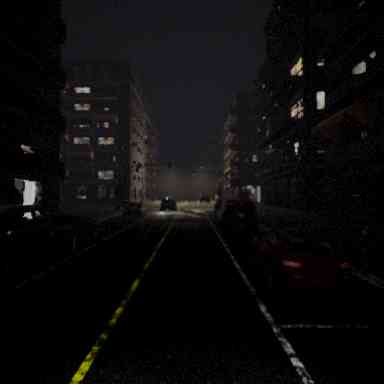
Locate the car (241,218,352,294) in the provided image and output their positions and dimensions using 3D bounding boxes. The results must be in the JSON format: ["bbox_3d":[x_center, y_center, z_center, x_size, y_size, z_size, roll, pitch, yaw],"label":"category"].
[{"bbox_3d":[2.552,1.575,8.544,1.802,1.307,4.206,1,0,0],"label":"car"}]

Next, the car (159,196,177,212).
[{"bbox_3d":[-2.738,1.552,39.739,2.033,1.411,5.357,0,0,0],"label":"car"}]

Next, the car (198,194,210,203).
[{"bbox_3d":[2.620,1.343,68.850,2.192,1.841,5.009,1,0,0],"label":"car"}]

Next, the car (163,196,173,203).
[{"bbox_3d":[-5.261,1.599,74.369,1.947,1.339,4.313,1,0,0],"label":"car"}]

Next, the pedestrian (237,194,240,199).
[{"bbox_3d":[6.032,1.137,43.075,0.375,1.860,0.375,1,-1,0],"label":"pedestrian"}]

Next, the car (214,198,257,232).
[{"bbox_3d":[2.563,1.307,19.607,2.192,1.841,5.009,1,0,0],"label":"car"}]

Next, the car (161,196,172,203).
[{"bbox_3d":[-5.264,1.593,68.808,1.947,1.339,4.313,1,0,0],"label":"car"}]

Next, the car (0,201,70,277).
[{"bbox_3d":[-5.289,1.308,8.603,2.192,1.841,5.009,1,0,0],"label":"car"}]

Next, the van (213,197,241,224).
[{"bbox_3d":[2.564,1.335,25.138,1.690,1.788,3.998,1,0,0],"label":"van"}]

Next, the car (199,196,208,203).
[{"bbox_3d":[2.619,1.559,74.579,1.752,1.417,4.829,1,0,0],"label":"car"}]

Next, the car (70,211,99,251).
[{"bbox_3d":[-5.291,1.536,14.134,1.887,1.381,4.507,1,0,0],"label":"car"}]

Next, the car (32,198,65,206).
[{"bbox_3d":[-24.416,1.697,56.553,4.829,1.417,1.752,0,-1,0],"label":"car"}]

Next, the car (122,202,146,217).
[{"bbox_3d":[-5.284,1.579,30.728,1.802,1.307,4.206,1,0,0],"label":"car"}]

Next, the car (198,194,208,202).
[{"bbox_3d":[2.625,1.357,79.975,2.192,1.841,5.009,1,0,0],"label":"car"}]

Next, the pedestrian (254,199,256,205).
[{"bbox_3d":[8.032,1.408,42.468,0.500,1.100,0.500,1,-1,0],"label":"pedestrian"}]

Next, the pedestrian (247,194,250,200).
[{"bbox_3d":[7.032,1.107,41.875,0.375,1.860,0.375,1,-1,0],"label":"pedestrian"}]
